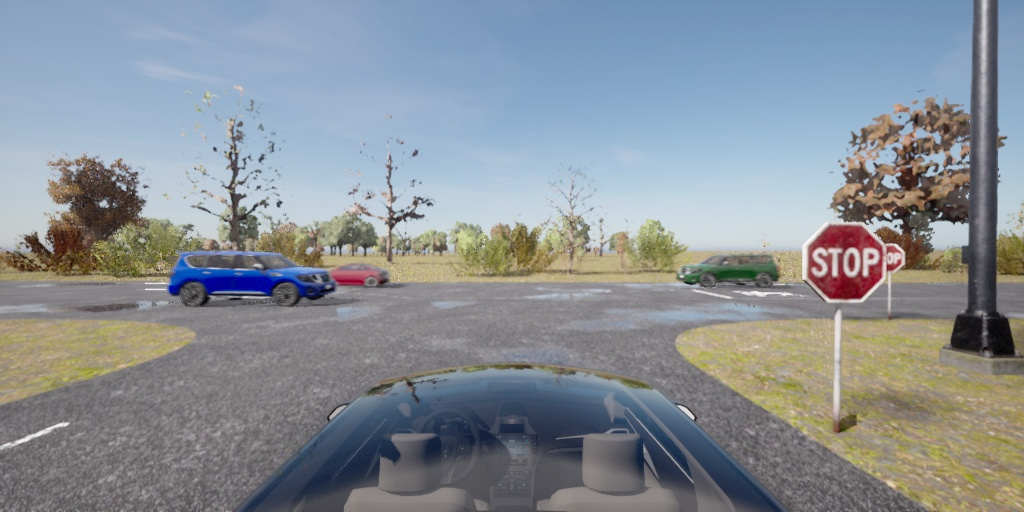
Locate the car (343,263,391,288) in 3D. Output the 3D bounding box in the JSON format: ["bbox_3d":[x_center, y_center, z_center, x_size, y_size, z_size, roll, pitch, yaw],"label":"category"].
[{"bbox_3d":[-9.308,1.105,20.997,4.181,1.385,1.994,0,1,-2],"label":"car"}]

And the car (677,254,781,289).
[{"bbox_3d":[12.944,0.878,21.551,5.566,2.045,2.150,0,1,-2],"label":"car"}]

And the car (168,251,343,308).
[{"bbox_3d":[-9.976,0.837,13.976,5.566,2.045,2.150,0,1,-2],"label":"car"}]
